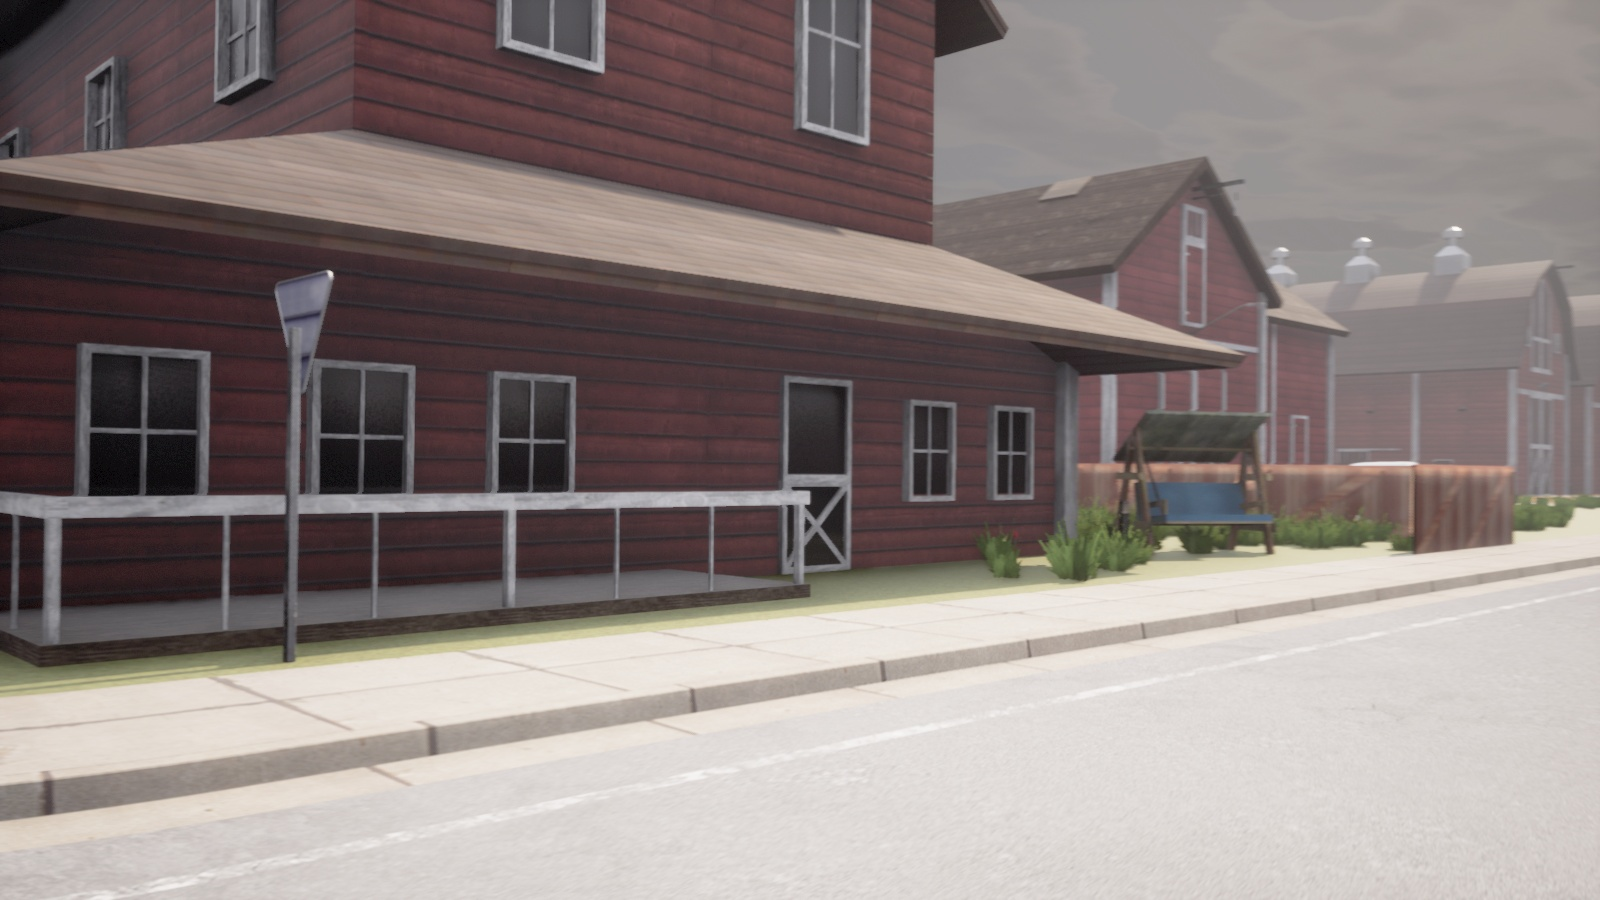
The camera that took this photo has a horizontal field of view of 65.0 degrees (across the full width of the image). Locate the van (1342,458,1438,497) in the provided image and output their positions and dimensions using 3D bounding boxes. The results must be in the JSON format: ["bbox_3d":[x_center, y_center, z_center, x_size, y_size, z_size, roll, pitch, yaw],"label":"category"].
[{"bbox_3d":[32.559,1.503,69.465,2.069,2.038,4.480,1,-1,-26],"label":"van"}]
